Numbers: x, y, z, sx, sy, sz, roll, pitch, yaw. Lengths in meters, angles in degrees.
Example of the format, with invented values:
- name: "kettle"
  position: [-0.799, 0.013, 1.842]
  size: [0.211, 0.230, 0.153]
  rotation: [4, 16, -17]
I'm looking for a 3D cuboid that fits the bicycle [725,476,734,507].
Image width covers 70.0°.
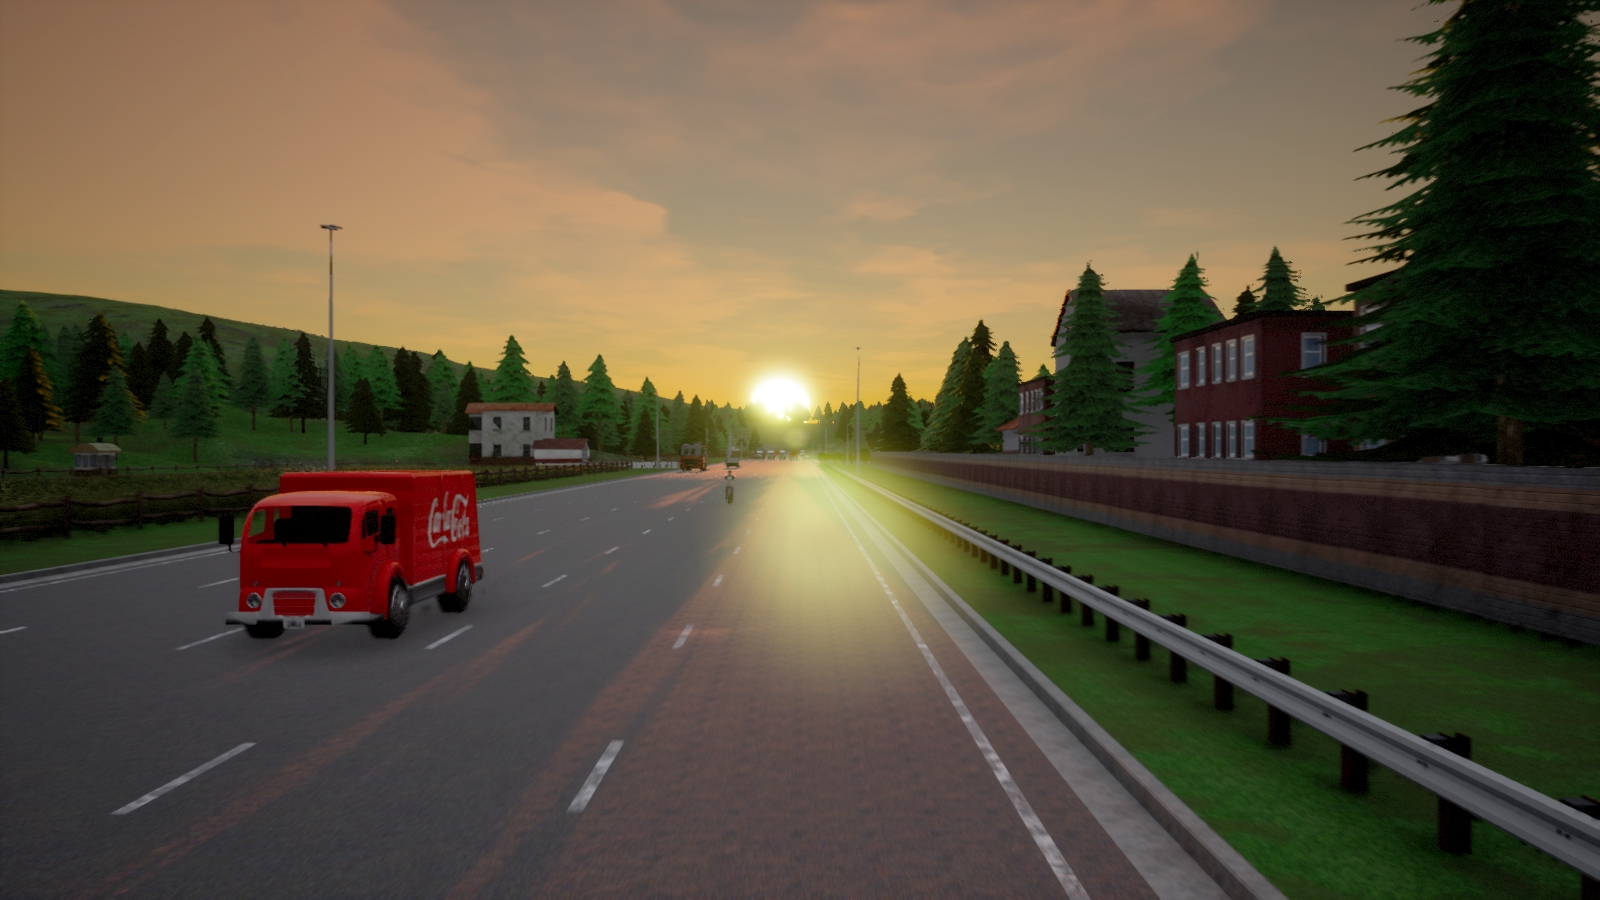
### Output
- name: "bicycle"
  position: [-3.497, 2.055, 56.742]
  size: [0.373, 1.496, 1.643]
  rotation: [0, 0, 0]

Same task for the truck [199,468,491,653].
- name: "truck"
  position: [-6.999, 1.568, 18.395]
  size: [2.627, 2.467, 5.204]
  rotation: [0, 0, 0]
